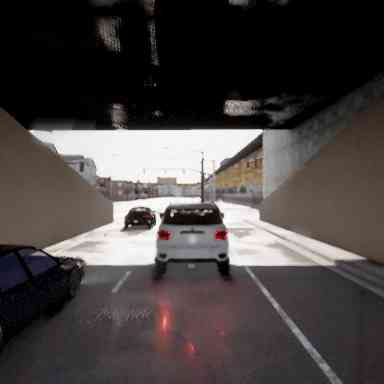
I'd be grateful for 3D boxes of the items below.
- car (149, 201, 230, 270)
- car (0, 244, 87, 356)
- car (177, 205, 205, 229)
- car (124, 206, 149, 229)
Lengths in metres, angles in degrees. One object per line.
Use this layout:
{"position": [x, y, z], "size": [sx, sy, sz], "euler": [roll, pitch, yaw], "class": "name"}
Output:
{"position": [-0.004, 1.325, 11.569], "size": [2.150, 2.045, 5.566], "euler": [0, 0, 0], "class": "car"}
{"position": [-3.450, 1.601, 5.579], "size": [2.033, 1.411, 5.357], "euler": [0, 0, 0], "class": "car"}
{"position": [-0.123, 1.732, 24.042], "size": [1.812, 1.442, 4.674], "euler": [0, 0, -1], "class": "car"}
{"position": [-3.578, 1.732, 23.468], "size": [1.812, 1.442, 4.674], "euler": [0, -1, 0], "class": "car"}
